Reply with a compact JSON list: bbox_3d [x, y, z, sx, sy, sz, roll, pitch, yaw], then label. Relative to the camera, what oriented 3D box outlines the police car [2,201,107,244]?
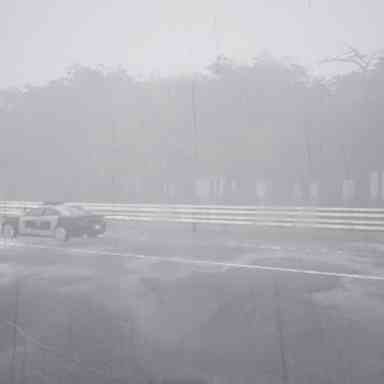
[{"bbox_3d":[-6.173,1.229,14.595,5.238,1.638,1.930,0,0,25],"label":"police car"}]
